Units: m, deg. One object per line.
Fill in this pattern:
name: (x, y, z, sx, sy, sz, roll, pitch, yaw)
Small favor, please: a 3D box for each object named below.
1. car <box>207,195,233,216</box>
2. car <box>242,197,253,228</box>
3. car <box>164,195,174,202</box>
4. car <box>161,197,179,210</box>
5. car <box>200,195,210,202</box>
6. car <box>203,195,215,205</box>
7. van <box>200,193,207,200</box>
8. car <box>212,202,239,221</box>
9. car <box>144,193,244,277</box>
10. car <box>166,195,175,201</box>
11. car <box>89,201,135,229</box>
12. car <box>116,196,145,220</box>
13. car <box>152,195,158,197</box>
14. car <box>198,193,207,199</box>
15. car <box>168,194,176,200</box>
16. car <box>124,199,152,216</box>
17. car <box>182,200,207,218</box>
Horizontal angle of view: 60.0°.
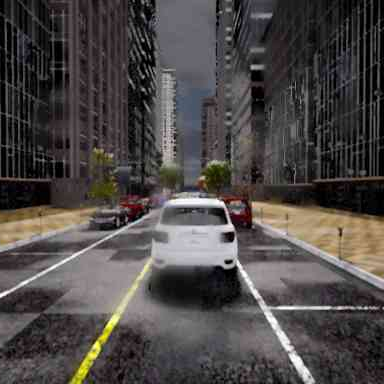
car: (2.648, 1.234, 32.580, 2.192, 1.841, 5.009, -1, 0, 0)
car: (2.601, 1.260, 21.283, 2.192, 1.841, 5.009, -1, 0, 0)
car: (-5.034, 1.419, 72.123, 1.802, 1.307, 4.206, -1, 0, 0)
car: (-2.680, 1.426, 41.423, 1.812, 1.442, 4.674, 0, 0, 0)
car: (2.846, 1.388, 72.121, 2.008, 1.369, 4.403, -1, 0, 0)
car: (2.986, 1.369, 58.507, 1.837, 1.490, 4.892, 0, 0, 0)
van: (2.889, 1.157, 83.418, 1.690, 1.788, 3.998, -1, 0, 0)
car: (2.628, 1.514, 26.932, 1.802, 1.307, 4.206, -1, 0, 0)
car: (0.098, 1.197, 10.318, 2.150, 2.045, 5.566, 0, 1, 1)
car: (-5.014, 1.371, 77.772, 1.887, 1.381, 4.507, -1, 0, 0)
car: (-5.243, 1.497, 21.286, 2.008, 1.369, 4.403, -1, 0, 0)
car: (-5.223, 1.248, 26.934, 2.192, 1.841, 5.009, -1, 0, 0)
car: (-5.150, 1.477, 43.880, 1.802, 1.307, 4.206, -1, 0, 0)
car: (2.935, 1.110, 94.715, 2.192, 1.841, 5.009, -1, 0, 0)
car: (-4.990, 1.256, 83.420, 1.967, 1.590, 4.097, -1, 0, 0)
car: (-5.196, 1.471, 32.583, 2.008, 1.369, 4.403, -1, 0, 0)
car: (0.205, 1.472, 30.179, 2.033, 1.411, 5.357, 0, 0, 0)
